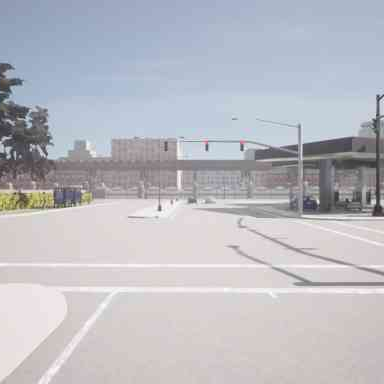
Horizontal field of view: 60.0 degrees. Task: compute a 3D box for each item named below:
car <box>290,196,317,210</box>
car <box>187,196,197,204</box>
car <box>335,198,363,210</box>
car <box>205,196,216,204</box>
[{"bbox_3d":[13.249,1.295,39.729,2.242,1.667,4.611,0,0,0],"label":"car"},{"bbox_3d":[0.063,1.547,64.417,2.033,1.411,5.357,0,0,0],"label":"car"},{"bbox_3d":[18.995,1.456,40.486,1.970,1.475,3.806,0,0,0],"label":"car"},{"bbox_3d":[3.563,1.525,64.414,1.812,1.442,4.674,0,0,0],"label":"car"}]
